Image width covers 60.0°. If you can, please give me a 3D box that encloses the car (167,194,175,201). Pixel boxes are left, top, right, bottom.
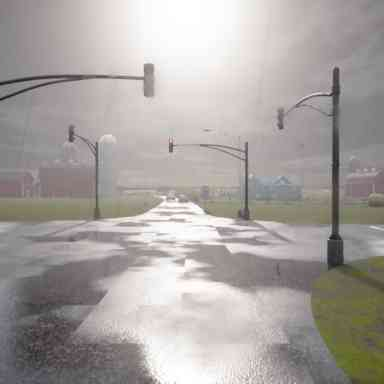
[{"bbox_3d":[-4.709,1.182,73.840,1.812,1.442,4.674,0,0,-3],"label":"car"}]

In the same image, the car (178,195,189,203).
[{"bbox_3d":[-1.722,1.623,69.841,1.895,1.301,4.718,0,0,-3],"label":"car"}]

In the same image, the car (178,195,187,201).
[{"bbox_3d":[-2.333,1.463,79.825,1.837,1.490,4.892,0,0,-4],"label":"car"}]
